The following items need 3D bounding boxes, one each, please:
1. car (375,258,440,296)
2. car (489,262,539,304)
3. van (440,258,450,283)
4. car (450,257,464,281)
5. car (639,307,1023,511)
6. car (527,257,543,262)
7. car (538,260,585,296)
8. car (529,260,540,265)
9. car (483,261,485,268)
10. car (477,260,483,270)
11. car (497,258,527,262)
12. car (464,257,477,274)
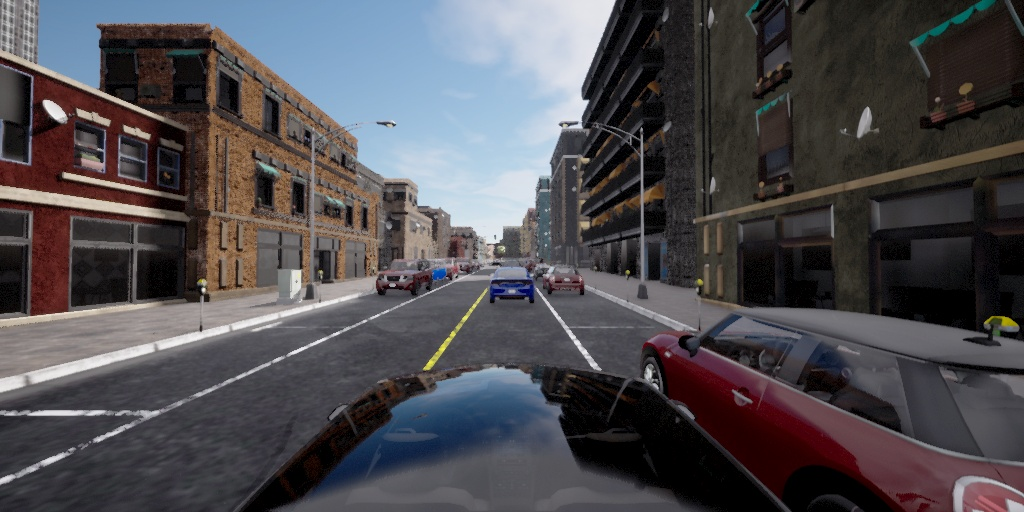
[{"bbox_3d":[-5.689,1.068,19.569,2.192,1.841,5.009,0,0,0],"label":"car"},{"bbox_3d":[0.000,1.238,16.503,1.882,1.535,5.008,0,0,0],"label":"car"},{"bbox_3d":[-5.689,1.096,24.976,1.690,1.789,3.998,0,0,0],"label":"van"},{"bbox_3d":[-5.689,1.071,30.383,2.192,1.841,5.009,0,0,0],"label":"car"},{"bbox_3d":[2.692,1.188,3.340,1.967,1.591,4.097,0,0,0],"label":"car"},{"bbox_3d":[2.691,1.073,41.190,2.192,1.841,5.009,0,0,0],"label":"car"},{"bbox_3d":[2.692,1.193,19.562,1.967,1.591,4.097,0,0,0],"label":"car"},{"bbox_3d":[2.692,1.307,30.376,2.007,1.370,4.403,0,0,0],"label":"car"},{"bbox_3d":[-5.690,1.313,62.826,2.007,1.370,4.403,0,0,0],"label":"car"},{"bbox_3d":[-5.689,1.200,52.012,1.967,1.591,4.097,0,0,0],"label":"car"},{"bbox_3d":[0.000,1.124,31.475,2.097,1.767,4.553,0,0,0],"label":"car"},{"bbox_3d":[-5.689,1.073,41.198,2.192,1.841,5.009,0,0,0],"label":"car"}]
